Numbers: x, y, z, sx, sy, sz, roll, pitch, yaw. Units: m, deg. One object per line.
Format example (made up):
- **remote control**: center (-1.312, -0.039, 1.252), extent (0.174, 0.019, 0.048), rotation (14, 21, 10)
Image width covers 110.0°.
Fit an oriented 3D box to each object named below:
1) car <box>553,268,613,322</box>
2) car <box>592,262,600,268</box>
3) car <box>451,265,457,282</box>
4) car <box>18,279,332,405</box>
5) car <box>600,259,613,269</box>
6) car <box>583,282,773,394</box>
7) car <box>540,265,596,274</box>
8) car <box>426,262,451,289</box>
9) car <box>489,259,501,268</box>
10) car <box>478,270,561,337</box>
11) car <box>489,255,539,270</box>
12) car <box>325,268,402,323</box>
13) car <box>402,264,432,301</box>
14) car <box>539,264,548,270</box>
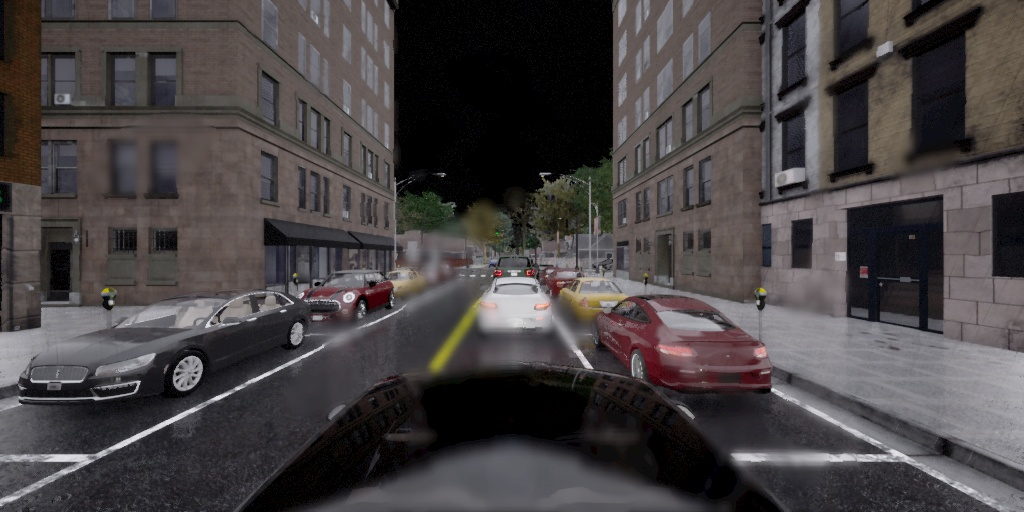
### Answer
- **car**: center (2.640, 1.278, 12.097), extent (1.751, 1.417, 4.829), rotation (0, 0, 0)
- **car**: center (13.993, 1.186, 51.439), extent (4.892, 1.490, 1.837), rotation (0, 0, 1)
- **car**: center (-5.380, 1.343, 28.483), extent (1.802, 1.307, 4.207), rotation (0, 0, 0)
- **car**: center (-5.387, 1.301, 6.408), extent (2.007, 1.370, 4.403), rotation (0, 0, 0)
- **car**: center (14.496, 1.242, 48.198), extent (4.181, 1.385, 1.994), rotation (0, 0, 0)
- **car**: center (2.638, 1.332, 6.409), extent (1.802, 1.307, 4.207), rotation (0, 0, 0)
- **car**: center (2.642, 1.300, 17.445), extent (1.888, 1.381, 4.507), rotation (0, 0, 0)
- **car**: center (-5.382, 1.198, 22.964), extent (1.967, 1.591, 4.097), rotation (0, 0, 0)
- **car**: center (-3.059, 1.281, 64.277), extent (1.882, 1.535, 5.008), rotation (0, 0, 0)
- **car**: center (0.101, 1.277, 10.129), extent (1.812, 1.442, 4.674), rotation (0, 0, 0)
- **car**: center (0.105, 0.978, 19.891), extent (2.150, 2.045, 5.566), rotation (0, 0, 0)
- **car**: center (-5.386, 1.192, 11.927), extent (1.967, 1.591, 4.097), rotation (0, 0, 0)
- **car**: center (-5.384, 1.280, 17.275), extent (1.751, 1.417, 4.829), rotation (0, 0, 0)
- **car**: center (2.644, 1.340, 22.963), extent (1.802, 1.307, 4.207), rotation (0, 0, 0)
